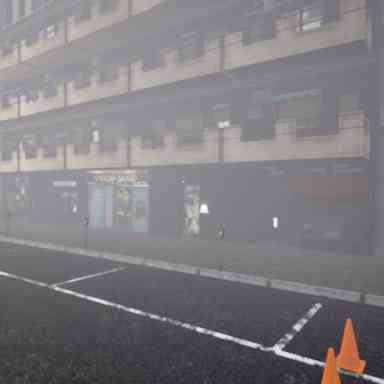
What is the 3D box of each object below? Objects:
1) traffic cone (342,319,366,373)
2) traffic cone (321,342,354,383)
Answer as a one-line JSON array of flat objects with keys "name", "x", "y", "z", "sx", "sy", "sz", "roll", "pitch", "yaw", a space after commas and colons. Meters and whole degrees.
[{"name": "traffic cone", "x": 2.052, "y": 1.956, "z": 4.343, "sx": 0.340, "sy": 0.580, "sz": 0.340, "roll": 0, "pitch": 0, "yaw": 35}, {"name": "traffic cone", "x": 1.475, "y": 1.956, "z": 3.527, "sx": 0.340, "sy": 0.580, "sz": 0.340, "roll": 0, "pitch": 0, "yaw": 35}]
